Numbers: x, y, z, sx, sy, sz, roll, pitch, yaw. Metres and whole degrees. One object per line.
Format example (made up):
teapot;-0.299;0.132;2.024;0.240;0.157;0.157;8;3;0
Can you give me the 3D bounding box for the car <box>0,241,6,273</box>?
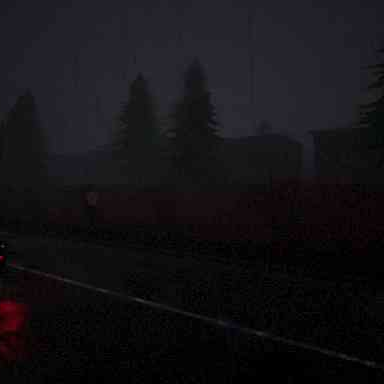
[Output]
car;-6.697;1.449;8.801;4.674;1.442;1.812;0;0;36
